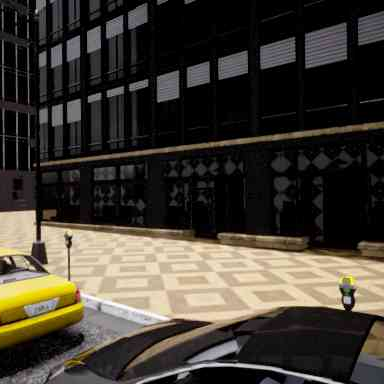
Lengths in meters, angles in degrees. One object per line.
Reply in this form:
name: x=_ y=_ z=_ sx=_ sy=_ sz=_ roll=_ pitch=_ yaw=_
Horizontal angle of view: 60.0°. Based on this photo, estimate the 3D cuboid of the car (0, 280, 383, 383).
car: x=0.725 y=1.566 z=2.329 sx=4.313 sy=1.339 sz=1.947 roll=0 pitch=-1 yaw=35

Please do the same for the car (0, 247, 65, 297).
car: x=-3.911 y=1.527 z=5.840 sx=4.829 sy=1.417 sz=1.752 roll=0 pitch=-1 yaw=35
